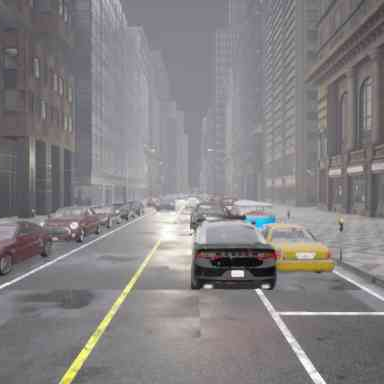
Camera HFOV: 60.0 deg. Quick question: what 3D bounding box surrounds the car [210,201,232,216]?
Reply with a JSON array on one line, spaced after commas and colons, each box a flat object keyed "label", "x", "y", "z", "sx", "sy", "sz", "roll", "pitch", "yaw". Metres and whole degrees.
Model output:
[{"label": "car", "x": 2.817, "y": 1.581, "z": 32.664, "sx": 1.802, "sy": 1.307, "sz": 4.206, "roll": 0, "pitch": 0, "yaw": 0}]

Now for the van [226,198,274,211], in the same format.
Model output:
[{"label": "van", "x": 2.786, "y": 1.338, "z": 15.859, "sx": 1.690, "sy": 1.788, "sz": 3.998, "roll": 0, "pitch": 0, "yaw": 0}]

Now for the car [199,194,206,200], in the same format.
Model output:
[{"label": "car", "x": 2.926, "y": 1.468, "z": 94.283, "sx": 1.967, "sy": 1.590, "sz": 4.097, "roll": 0, "pitch": 0, "yaw": 0}]

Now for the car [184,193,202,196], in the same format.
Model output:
[{"label": "car", "x": 0.100, "y": 1.361, "z": 55.801, "sx": 2.097, "sy": 1.767, "sz": 4.553, "roll": 0, "pitch": 0, "yaw": 0}]

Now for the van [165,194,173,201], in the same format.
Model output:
[{"label": "van", "x": -5.620, "y": 1.363, "z": 83.086, "sx": 1.690, "sy": 1.788, "sz": 3.998, "roll": 0, "pitch": 0, "yaw": 0}]

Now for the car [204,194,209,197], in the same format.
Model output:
[{"label": "car", "x": 2.826, "y": 1.316, "z": 38.265, "sx": 2.192, "sy": 1.841, "sz": 5.009, "roll": 0, "pitch": 0, "yaw": 0}]

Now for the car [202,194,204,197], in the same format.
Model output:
[{"label": "car", "x": 2.846, "y": 1.446, "z": 49.469, "sx": 1.967, "sy": 1.590, "sz": 4.097, "roll": 0, "pitch": 0, "yaw": 0}]

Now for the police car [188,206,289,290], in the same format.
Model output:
[{"label": "police car", "x": 0.915, "y": 1.423, "z": 9.210, "sx": 1.930, "sy": 1.638, "sz": 5.238, "roll": 0, "pitch": 0, "yaw": 0}]

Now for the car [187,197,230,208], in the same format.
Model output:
[{"label": "car", "x": 0.932, "y": 1.348, "z": 19.071, "sx": 2.097, "sy": 1.767, "sz": 4.553, "roll": 0, "pitch": 0, "yaw": 0}]

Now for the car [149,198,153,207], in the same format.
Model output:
[{"label": "car", "x": -5.679, "y": 1.551, "z": 49.473, "sx": 1.887, "sy": 1.381, "sz": 4.507, "roll": 0, "pitch": 0, "yaw": 0}]

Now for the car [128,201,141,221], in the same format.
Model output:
[{"label": "car", "x": -5.718, "y": 1.564, "z": 27.064, "sx": 1.947, "sy": 1.339, "sz": 4.313, "roll": 0, "pitch": 0, "yaw": 0}]

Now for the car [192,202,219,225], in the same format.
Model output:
[{"label": "car", "x": 0.944, "y": 1.524, "z": 25.100, "sx": 1.812, "sy": 1.442, "sz": 4.674, "roll": 0, "pitch": 0, "yaw": 0}]

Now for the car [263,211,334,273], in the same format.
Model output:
[{"label": "car", "x": 2.777, "y": 1.523, "z": 10.427, "sx": 1.752, "sy": 1.417, "sz": 4.829, "roll": 0, "pitch": 0, "yaw": 0}]

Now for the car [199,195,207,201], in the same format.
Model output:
[{"label": "car", "x": 2.916, "y": 1.569, "z": 88.681, "sx": 1.887, "sy": 1.381, "sz": 4.507, "roll": 0, "pitch": 0, "yaw": 0}]

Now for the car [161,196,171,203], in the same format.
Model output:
[{"label": "car", "x": -5.639, "y": 1.561, "z": 71.881, "sx": 1.887, "sy": 1.381, "sz": 4.507, "roll": 0, "pitch": 0, "yaw": 0}]

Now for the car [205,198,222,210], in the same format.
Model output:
[{"label": "car", "x": 2.837, "y": 1.569, "z": 43.867, "sx": 1.947, "sy": 1.339, "sz": 4.313, "roll": 0, "pitch": 0, "yaw": 0}]

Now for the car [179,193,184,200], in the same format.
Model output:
[{"label": "car", "x": -2.833, "y": 1.520, "z": 94.345, "sx": 2.128, "sy": 1.511, "sz": 4.902, "roll": 0, "pitch": 0, "yaw": 0}]

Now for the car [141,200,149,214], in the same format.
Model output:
[{"label": "car", "x": -5.708, "y": 1.565, "z": 32.666, "sx": 1.947, "sy": 1.339, "sz": 4.313, "roll": 0, "pitch": 0, "yaw": 0}]

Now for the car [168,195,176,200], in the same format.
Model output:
[{"label": "car", "x": -5.599, "y": 1.572, "z": 94.289, "sx": 1.887, "sy": 1.381, "sz": 4.507, "roll": 0, "pitch": 0, "yaw": 0}]

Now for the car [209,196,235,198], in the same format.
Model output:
[{"label": "car", "x": 2.806, "y": 1.313, "z": 27.062, "sx": 2.192, "sy": 1.841, "sz": 5.009, "roll": 0, "pitch": 0, "yaw": 0}]

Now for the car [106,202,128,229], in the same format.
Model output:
[{"label": "car", "x": -5.728, "y": 1.548, "z": 21.462, "sx": 2.008, "sy": 1.369, "sz": 4.403, "roll": 0, "pitch": 0, "yaw": 0}]

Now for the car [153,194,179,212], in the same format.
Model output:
[{"label": "car", "x": -3.031, "y": 1.353, "z": 38.994, "sx": 2.097, "sy": 1.767, "sz": 4.553, "roll": 0, "pitch": 0, "yaw": 0}]

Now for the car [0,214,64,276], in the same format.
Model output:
[{"label": "car", "x": -5.748, "y": 1.580, "z": 10.258, "sx": 1.802, "sy": 1.307, "sz": 4.206, "roll": 0, "pitch": 0, "yaw": 0}]

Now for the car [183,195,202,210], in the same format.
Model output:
[{"label": "car", "x": 0.100, "y": 1.529, "z": 43.717, "sx": 1.812, "sy": 1.442, "sz": 4.674, "roll": 0, "pitch": 0, "yaw": 1}]

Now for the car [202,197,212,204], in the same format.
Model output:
[{"label": "car", "x": 2.877, "y": 1.596, "z": 66.274, "sx": 1.802, "sy": 1.307, "sz": 4.206, "roll": 0, "pitch": 0, "yaw": 0}]

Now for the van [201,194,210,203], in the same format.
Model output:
[{"label": "van", "x": 2.886, "y": 1.357, "z": 71.875, "sx": 1.690, "sy": 1.788, "sz": 3.998, "roll": 0, "pitch": 0, "yaw": 0}]

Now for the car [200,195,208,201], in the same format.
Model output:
[{"label": "car", "x": 2.906, "y": 1.567, "z": 83.079, "sx": 1.887, "sy": 1.381, "sz": 4.507, "roll": 0, "pitch": 0, "yaw": 0}]

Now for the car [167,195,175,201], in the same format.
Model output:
[{"label": "car", "x": -5.609, "y": 1.569, "z": 88.688, "sx": 1.887, "sy": 1.381, "sz": 4.507, "roll": 0, "pitch": 0, "yaw": 0}]

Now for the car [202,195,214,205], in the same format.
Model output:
[{"label": "car", "x": 2.866, "y": 1.451, "z": 60.672, "sx": 1.967, "sy": 1.590, "sz": 4.097, "roll": 0, "pitch": 0, "yaw": 0}]

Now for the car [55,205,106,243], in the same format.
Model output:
[{"label": "car", "x": -5.738, "y": 1.437, "z": 15.860, "sx": 1.967, "sy": 1.590, "sz": 4.097, "roll": 0, "pitch": 0, "yaw": 0}]

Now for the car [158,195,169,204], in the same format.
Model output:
[{"label": "car", "x": -5.649, "y": 1.454, "z": 66.279, "sx": 1.967, "sy": 1.590, "sz": 4.097, "roll": 0, "pitch": 0, "yaw": 0}]
